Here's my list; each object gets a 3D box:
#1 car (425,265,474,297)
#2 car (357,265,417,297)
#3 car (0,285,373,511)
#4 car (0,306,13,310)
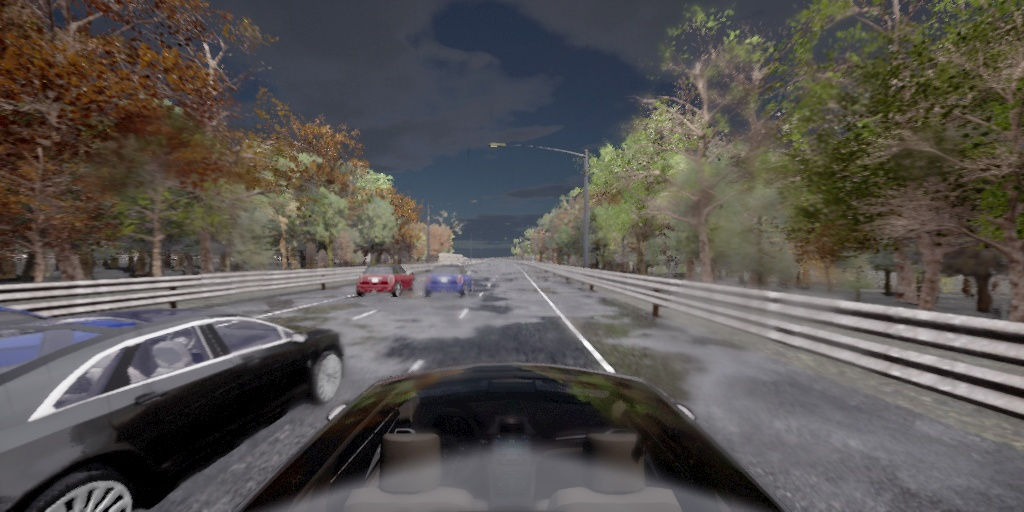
[{"bbox_3d":[-3.400,1.271,20.184,2.097,1.767,4.553,0,-1,0],"label":"car"},{"bbox_3d":[-6.899,1.272,20.188,2.097,1.767,4.553,0,-1,0],"label":"car"},{"bbox_3d":[-3.400,1.258,3.454,2.128,1.511,4.902,0,-1,0],"label":"car"},{"bbox_3d":[-6.900,1.250,4.117,1.882,1.535,5.008,0,-1,0],"label":"car"}]
